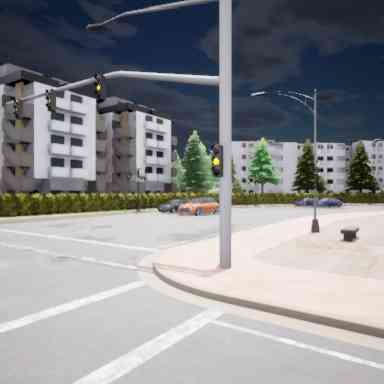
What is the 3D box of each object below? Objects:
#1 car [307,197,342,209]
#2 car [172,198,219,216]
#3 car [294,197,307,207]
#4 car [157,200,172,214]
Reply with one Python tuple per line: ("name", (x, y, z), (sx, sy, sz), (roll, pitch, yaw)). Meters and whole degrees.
("car", (18.739, 1.518, 46.187), (4.674, 1.442, 1.812), (0, 0, -24))
("car", (0.667, 1.341, 31.917), (2.097, 1.767, 4.553), (0, 0, 39))
("car", (17.294, 1.516, 49.364), (4.674, 1.442, 1.812), (0, 0, -24))
("car", (-1.543, 1.491, 34.769), (1.837, 1.490, 4.892), (0, 0, 39))
